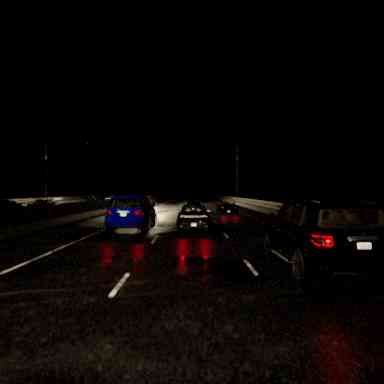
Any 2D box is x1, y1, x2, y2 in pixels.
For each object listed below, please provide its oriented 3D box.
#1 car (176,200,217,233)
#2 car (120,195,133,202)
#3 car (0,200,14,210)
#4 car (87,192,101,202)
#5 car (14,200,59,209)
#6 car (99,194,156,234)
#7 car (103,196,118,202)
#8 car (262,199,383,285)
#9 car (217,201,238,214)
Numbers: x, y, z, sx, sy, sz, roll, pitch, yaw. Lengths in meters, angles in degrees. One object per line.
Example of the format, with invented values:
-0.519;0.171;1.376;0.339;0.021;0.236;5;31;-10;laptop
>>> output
0.097;1.481;19.769;2.128;1.511;4.902;0;0;0;car
-14.007;1.379;71.640;1.837;1.490;4.892;0;0;0;car
-17.599;1.459;30.643;1.882;1.535;5.008;0;0;0;car
-21.007;1.068;72.023;2.150;2.045;5.566;0;0;0;car
-14.098;1.472;31.194;2.128;1.511;4.902;0;0;0;car
-3.403;1.211;19.188;2.150;2.045;5.566;0;0;0;car
-17.507;1.474;71.609;1.895;1.301;4.718;0;0;0;car
3.598;1.217;9.636;2.150;2.045;5.566;0;0;0;car
3.596;1.579;34.900;1.895;1.301;4.718;0;0;0;car
